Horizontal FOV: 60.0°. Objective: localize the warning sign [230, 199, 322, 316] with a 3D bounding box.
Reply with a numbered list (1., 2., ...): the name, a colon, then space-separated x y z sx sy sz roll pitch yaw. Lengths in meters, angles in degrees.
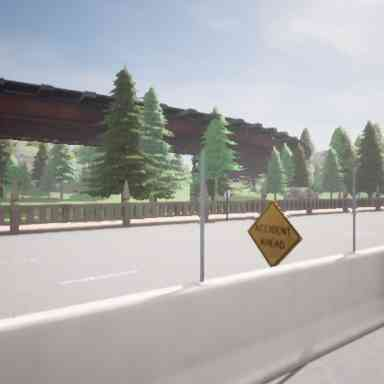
1. warning sign: 1.547 1.087 6.262 1.060 1.860 1.300 0 0 -35
